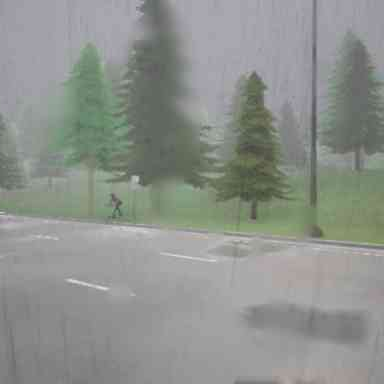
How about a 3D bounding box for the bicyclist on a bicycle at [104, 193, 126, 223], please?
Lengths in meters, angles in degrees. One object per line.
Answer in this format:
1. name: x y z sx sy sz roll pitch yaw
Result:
1. bicyclist on a bicycle: -4.264 0.870 18.445 0.582 1.620 1.656 1 5 32
